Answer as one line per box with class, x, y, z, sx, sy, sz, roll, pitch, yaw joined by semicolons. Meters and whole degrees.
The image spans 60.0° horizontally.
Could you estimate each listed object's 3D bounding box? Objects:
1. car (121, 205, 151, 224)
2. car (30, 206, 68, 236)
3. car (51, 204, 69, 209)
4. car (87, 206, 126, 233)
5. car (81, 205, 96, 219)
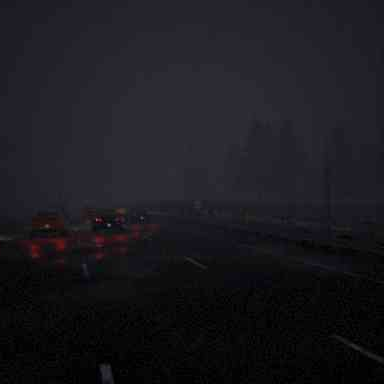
car;-5.041;2.066;30.490;1.812;1.442;4.674;0;-1;-20
car;-9.171;1.874;21.425;1.882;1.535;5.008;0;-1;-20
car;-14.899;2.145;37.015;2.097;1.767;4.553;0;-1;-20
car;-5.940;1.914;22.782;1.812;1.442;4.674;0;-1;-20
car;-11.790;2.287;38.708;2.128;1.511;4.902;0;-1;-20
